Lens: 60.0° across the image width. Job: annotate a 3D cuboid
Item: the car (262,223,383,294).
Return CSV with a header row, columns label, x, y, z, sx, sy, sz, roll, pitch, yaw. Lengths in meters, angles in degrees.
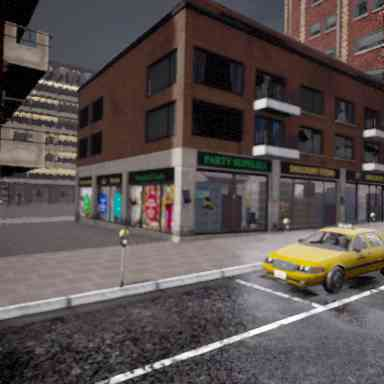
label,x,y,z,sx,sy,sz,roll,pitch,yaw
car,3.966,1.552,8.916,4.829,1.417,1.752,0,2,-36
